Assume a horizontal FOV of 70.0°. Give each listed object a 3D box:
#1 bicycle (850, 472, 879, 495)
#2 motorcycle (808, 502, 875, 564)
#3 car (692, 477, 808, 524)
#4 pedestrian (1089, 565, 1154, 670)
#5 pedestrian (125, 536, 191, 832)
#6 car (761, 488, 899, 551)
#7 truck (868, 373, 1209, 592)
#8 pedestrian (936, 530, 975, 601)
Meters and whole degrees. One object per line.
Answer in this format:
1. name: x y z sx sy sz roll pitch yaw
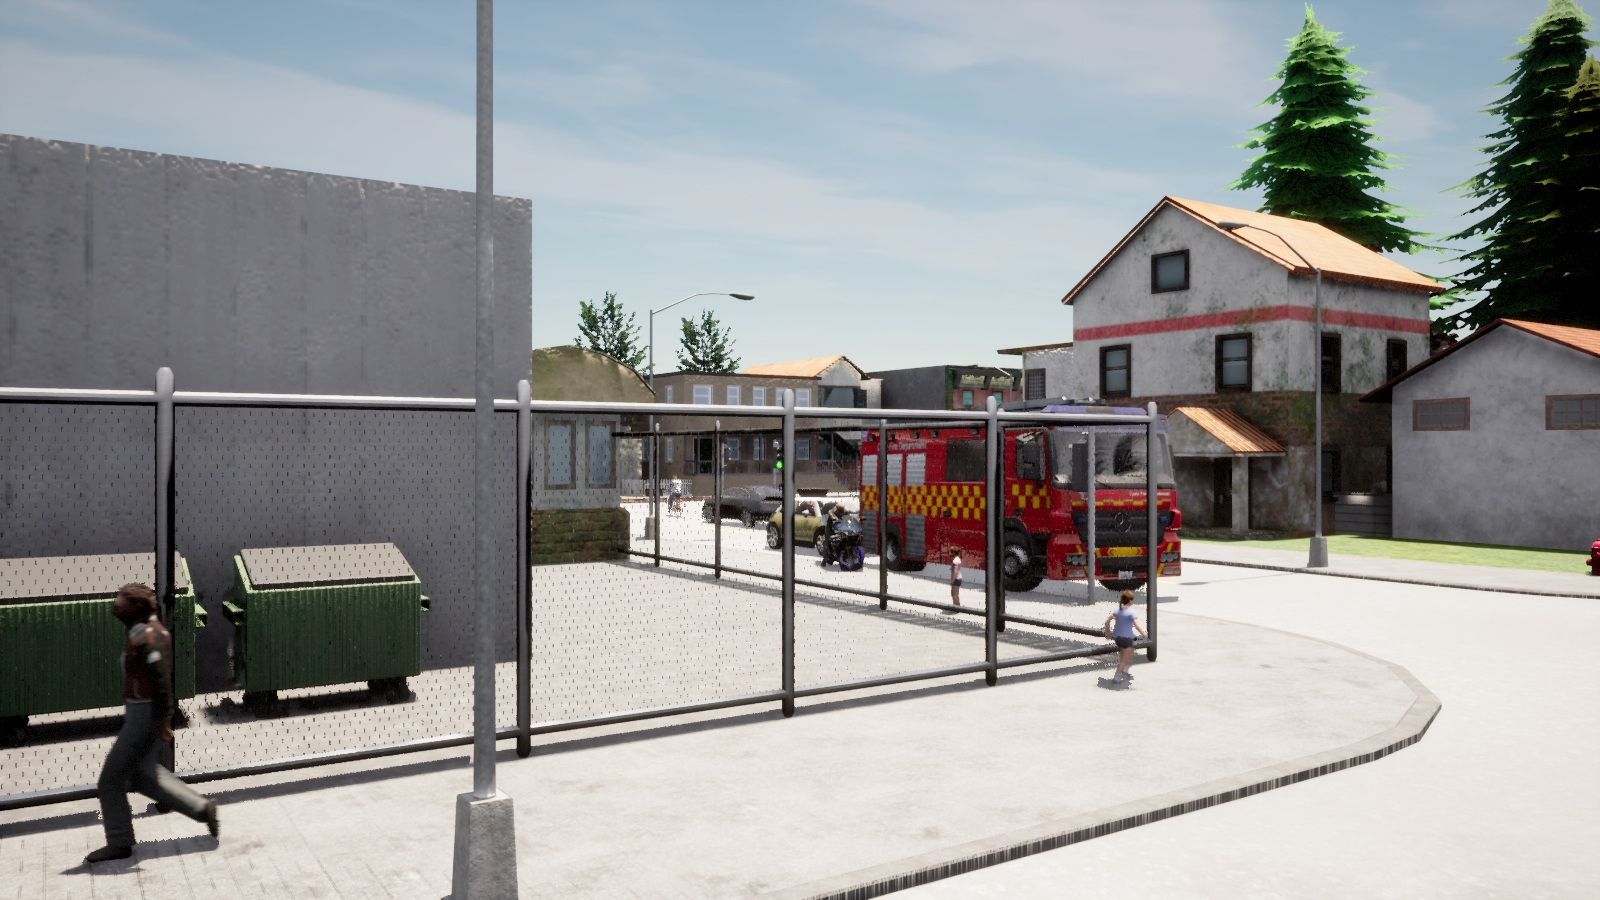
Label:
1. bicycle: 3.714 1.940 65.827 1.835 1.271 0.329 0 0 -33
2. motorcycle: 0.923 1.872 26.186 0.867 1.251 2.209 0 0 -17
3. car: -1.951 1.828 42.642 2.128 1.511 4.902 0 0 -33
4. pedestrian: 3.666 1.896 13.038 0.500 1.100 0.500 0 0 -30
5. pedestrian: -4.255 1.517 7.576 0.375 1.860 0.375 0 0 -29
6. car: 0.752 1.845 31.311 1.970 1.475 3.806 0 0 -33
7. truck: 4.594 0.675 24.441 2.891 3.827 8.468 1 -1 -22
8. pedestrian: 2.570 1.895 18.884 0.500 1.100 0.500 0 0 25
